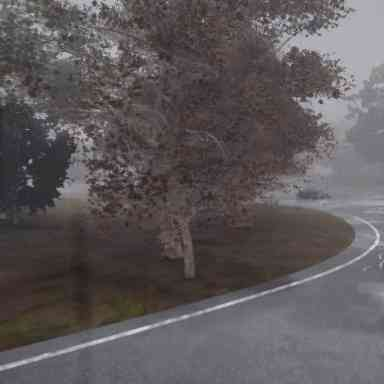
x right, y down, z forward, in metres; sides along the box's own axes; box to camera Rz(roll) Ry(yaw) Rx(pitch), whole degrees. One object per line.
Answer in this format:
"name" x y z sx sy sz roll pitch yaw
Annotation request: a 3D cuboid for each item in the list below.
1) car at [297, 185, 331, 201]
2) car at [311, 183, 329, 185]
"car" 13.827 0.271 37.974 1.994 1.385 4.181 -4 2 -16
"car" 22.179 -0.999 59.416 4.718 1.301 1.895 -5 3 -26
